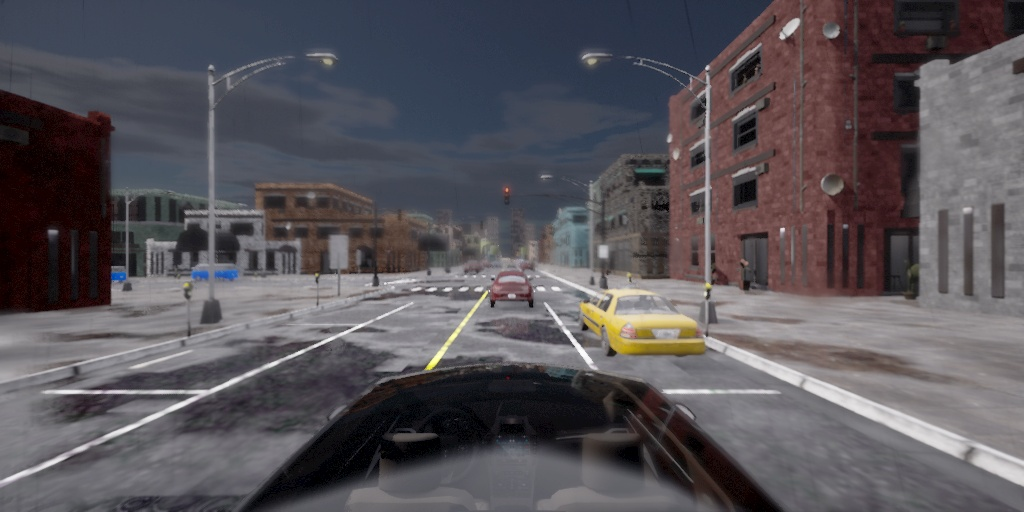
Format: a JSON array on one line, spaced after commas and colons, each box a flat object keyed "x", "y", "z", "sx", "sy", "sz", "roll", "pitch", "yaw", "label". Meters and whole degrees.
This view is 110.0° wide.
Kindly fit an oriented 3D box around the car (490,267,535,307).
[{"x": 0.003, "y": 1.410, "z": 16.226, "sx": 1.812, "sy": 1.442, "sz": 4.674, "roll": 0, "pitch": 0, "yaw": 0, "label": "car"}]

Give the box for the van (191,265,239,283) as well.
[{"x": -30.303, "y": 1.783, "z": 36.652, "sx": 3.998, "sy": 1.789, "sz": 1.690, "roll": 0, "pitch": 0, "yaw": -1, "label": "van"}]

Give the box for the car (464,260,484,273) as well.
[{"x": -5.695, "y": 1.526, "z": 51.976, "sx": 2.192, "sy": 1.841, "sz": 5.009, "roll": 0, "pitch": 0, "yaw": 0, "label": "car"}]

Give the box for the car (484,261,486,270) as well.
[{"x": -5.697, "y": 1.808, "z": 57.520, "sx": 1.888, "sy": 1.381, "sz": 4.507, "roll": 0, "pitch": 0, "yaw": 0, "label": "car"}]

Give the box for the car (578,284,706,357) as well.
[{"x": 2.693, "y": 1.337, "z": 8.556, "sx": 1.751, "sy": 1.417, "sz": 4.829, "roll": 0, "pitch": 0, "yaw": 0, "label": "car"}]

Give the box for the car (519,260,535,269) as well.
[{"x": 2.685, "y": 1.577, "z": 57.522, "sx": 2.192, "sy": 1.841, "sz": 5.009, "roll": 0, "pitch": 0, "yaw": 0, "label": "car"}]

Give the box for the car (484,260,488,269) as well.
[{"x": -5.698, "y": 1.895, "z": 63.064, "sx": 1.802, "sy": 1.307, "sz": 4.207, "roll": 0, "pitch": 0, "yaw": 0, "label": "car"}]

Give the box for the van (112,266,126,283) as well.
[{"x": -41.620, "y": 1.942, "z": 36.523, "sx": 3.998, "sy": 1.789, "sz": 1.690, "roll": 0, "pitch": 0, "yaw": -1, "label": "van"}]
